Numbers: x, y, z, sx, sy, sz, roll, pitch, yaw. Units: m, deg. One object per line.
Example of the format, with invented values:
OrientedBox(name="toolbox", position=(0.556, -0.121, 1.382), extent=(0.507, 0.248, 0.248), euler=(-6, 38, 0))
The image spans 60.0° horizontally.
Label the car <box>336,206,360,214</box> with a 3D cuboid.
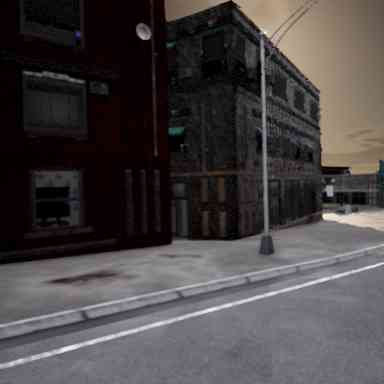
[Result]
OrientedBox(name="car", position=(28.376, 3.320, 60.849), extent=(2.033, 1.411, 5.357), euler=(-2, -3, -5))
